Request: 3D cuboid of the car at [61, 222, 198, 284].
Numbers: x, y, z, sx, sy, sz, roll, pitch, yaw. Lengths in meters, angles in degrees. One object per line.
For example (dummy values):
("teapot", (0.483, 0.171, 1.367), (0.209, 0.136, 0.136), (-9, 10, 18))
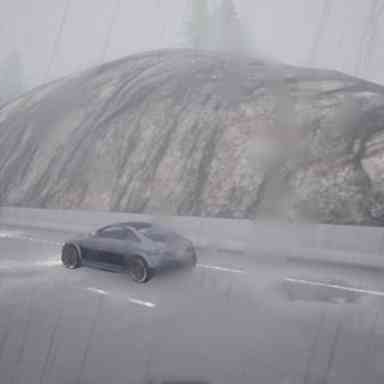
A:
("car", (-1.909, 1.558, 9.649), (4.181, 1.385, 1.994), (0, 0, 36))
